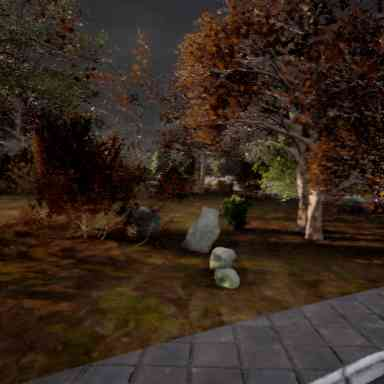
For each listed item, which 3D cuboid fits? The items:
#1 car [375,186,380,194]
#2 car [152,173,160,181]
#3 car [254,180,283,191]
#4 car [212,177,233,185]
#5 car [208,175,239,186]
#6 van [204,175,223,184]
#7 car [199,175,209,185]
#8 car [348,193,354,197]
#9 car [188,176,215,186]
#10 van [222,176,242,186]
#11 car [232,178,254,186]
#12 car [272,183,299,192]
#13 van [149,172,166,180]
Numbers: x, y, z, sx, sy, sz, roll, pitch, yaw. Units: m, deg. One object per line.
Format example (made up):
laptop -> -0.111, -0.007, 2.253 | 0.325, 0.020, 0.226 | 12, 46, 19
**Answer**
car -> 28.904, -0.261, 53.704 | 2.185, 1.767, 4.553 | 6, 4, 43
car -> -8.267, -2.971, 70.552 | 2.163, 1.488, 4.792 | 5, 4, 43
car -> 11.946, -0.978, 51.642 | 2.231, 1.521, 4.892 | 6, 4, 43
car -> 6.815, -2.431, 74.386 | 2.097, 1.535, 5.008 | 5, 4, 43
car -> 5.671, -1.635, 57.265 | 1.946, 1.575, 5.366 | 6, 4, 43
van -> 4.887, -2.847, 76.347 | 1.878, 1.987, 4.442 | 5, 4, 43
car -> 3.995, -1.836, 59.345 | 1.946, 1.575, 5.366 | 6, 4, 43
car -> 26.930, -0.312, 55.473 | 2.163, 1.488, 4.792 | 6, 4, 43
car -> 1.851, -2.035, 61.094 | 2.231, 1.521, 4.892 | 6, 4, 43
van -> 8.776, -2.462, 72.391 | 1.878, 1.987, 4.442 | 6, 4, 43
car -> 10.859, -2.011, 70.626 | 2.163, 1.488, 4.792 | 6, 4, 43
car -> 14.088, -0.767, 49.879 | 1.946, 1.575, 5.366 | 6, 4, 43
van -> -9.315, -4.192, 89.667 | 1.878, 1.987, 4.442 | 5, 4, 43
